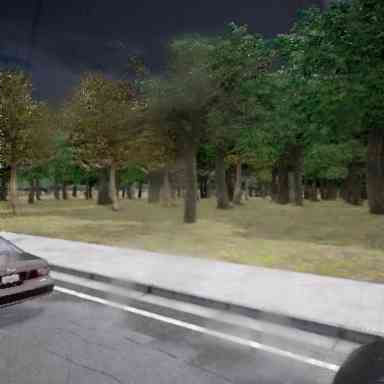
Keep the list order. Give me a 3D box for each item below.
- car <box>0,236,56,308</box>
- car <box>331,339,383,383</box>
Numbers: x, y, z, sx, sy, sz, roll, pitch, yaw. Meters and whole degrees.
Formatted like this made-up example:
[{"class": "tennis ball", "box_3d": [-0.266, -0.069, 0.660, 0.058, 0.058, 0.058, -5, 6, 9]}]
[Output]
[{"class": "car", "box_3d": [-5.199, 1.567, 7.273, 5.357, 1.411, 2.033, 0, 0, 36]}, {"class": "car", "box_3d": [3.160, 1.501, 1.433, 4.892, 1.490, 1.837, 0, 0, 36]}]
